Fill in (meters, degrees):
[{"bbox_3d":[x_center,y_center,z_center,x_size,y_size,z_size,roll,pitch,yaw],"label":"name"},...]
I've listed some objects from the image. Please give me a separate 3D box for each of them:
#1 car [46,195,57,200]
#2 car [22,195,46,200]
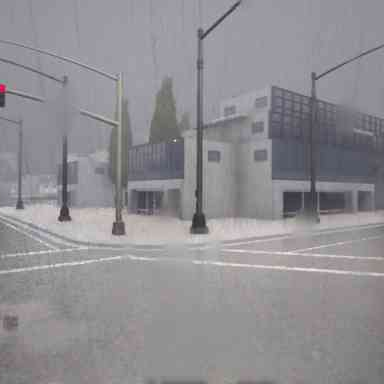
[{"bbox_3d":[-37.001,1.474,86.552,4.181,1.385,1.994,0,0,6],"label":"car"},{"bbox_3d":[-40.096,1.492,83.445,4.718,1.301,1.895,0,0,9],"label":"car"}]
